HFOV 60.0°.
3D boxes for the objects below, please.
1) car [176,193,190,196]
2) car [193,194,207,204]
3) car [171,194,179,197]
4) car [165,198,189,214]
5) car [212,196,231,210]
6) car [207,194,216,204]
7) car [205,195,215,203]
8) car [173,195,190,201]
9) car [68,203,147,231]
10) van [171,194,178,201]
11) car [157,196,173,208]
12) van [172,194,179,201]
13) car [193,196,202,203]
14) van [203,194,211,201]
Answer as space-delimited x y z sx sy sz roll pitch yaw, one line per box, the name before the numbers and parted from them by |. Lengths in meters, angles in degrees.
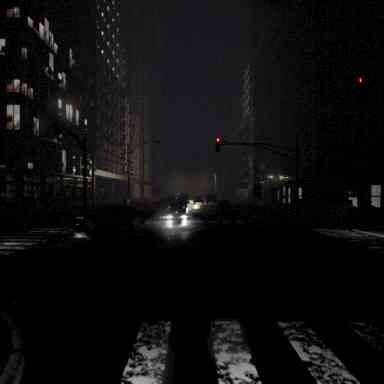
car | -1.589 1.207 67.164 2.150 2.045 5.566 0 0 0
car | 1.271 1.523 62.996 1.812 1.442 4.674 0 0 0
car | -4.134 1.562 63.846 1.947 1.339 4.313 0 0 0
car | -1.527 1.616 35.209 1.895 1.301 4.718 0 0 0
car | 3.902 1.578 41.775 1.947 1.339 4.313 0 0 0
car | 3.746 1.311 63.884 2.192 1.841 5.009 0 0 0
car | 3.719 1.430 69.412 1.967 1.590 4.097 0 0 0
car | -1.599 1.608 50.924 1.895 1.301 4.718 0 0 0
car | -5.203 1.468 20.943 5.008 1.535 1.882 2 2 -41
van | -4.215 1.318 80.429 1.690 1.788 3.998 0 0 0
car | -4.055 1.591 47.264 1.802 1.307 4.206 0 0 0
van | -4.242 1.312 85.957 1.690 1.788 3.998 0 0 0
car | 1.145 1.526 73.303 2.033 1.411 5.357 0 0 0
van | 3.665 1.318 80.467 1.690 1.788 3.998 0 0 0
